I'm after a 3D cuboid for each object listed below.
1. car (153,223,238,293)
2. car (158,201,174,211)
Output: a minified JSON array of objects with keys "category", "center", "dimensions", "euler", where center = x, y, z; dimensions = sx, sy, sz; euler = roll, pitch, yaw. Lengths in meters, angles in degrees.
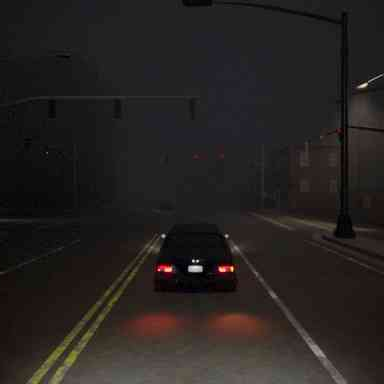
[{"category":"car","center":[0.083,1.546,8.988],"dimensions":[2.033,1.411,5.357],"euler":[0,0,0]},{"category":"car","center":[-3.539,1.999,45.957],"dimensions":[1.812,1.442,4.674],"euler":[0,-4,0]}]
